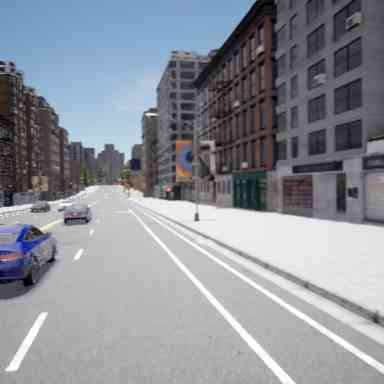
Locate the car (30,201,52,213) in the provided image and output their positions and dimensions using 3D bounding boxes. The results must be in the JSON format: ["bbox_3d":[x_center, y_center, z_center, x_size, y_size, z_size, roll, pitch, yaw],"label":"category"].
[{"bbox_3d":[-19.878,1.877,43.926,1.812,1.442,4.674,-1,0,-13],"label":"car"}]

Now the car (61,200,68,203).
[{"bbox_3d":[-16.745,1.804,44.806,1.812,1.442,4.674,-1,0,-13],"label":"car"}]

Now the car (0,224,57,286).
[{"bbox_3d":[-5.058,1.612,9.280,1.812,1.442,4.674,-1,0,-13],"label":"car"}]

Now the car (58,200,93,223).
[{"bbox_3d":[-9.145,1.682,26.884,2.033,1.411,5.357,-1,0,-13],"label":"car"}]
